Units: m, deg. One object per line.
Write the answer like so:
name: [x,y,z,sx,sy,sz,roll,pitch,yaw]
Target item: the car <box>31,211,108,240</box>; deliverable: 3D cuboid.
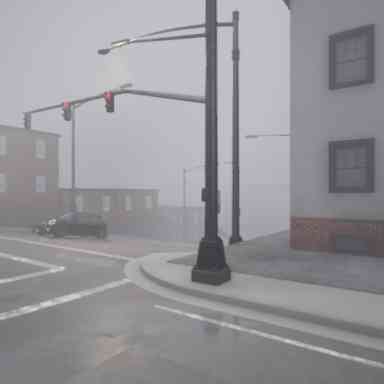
car: [-7.510,1.988,20.903,2.097,1.767,4.553,0,-8,36]
